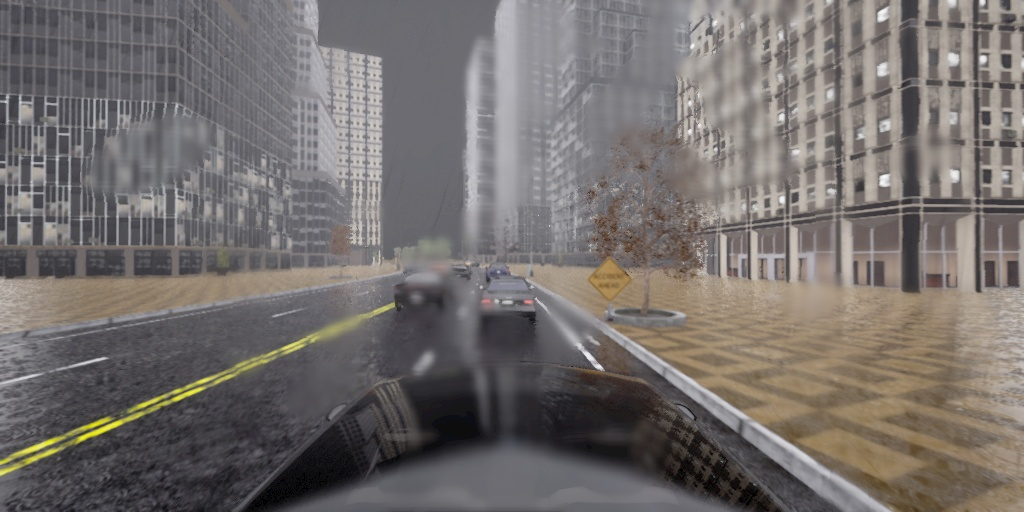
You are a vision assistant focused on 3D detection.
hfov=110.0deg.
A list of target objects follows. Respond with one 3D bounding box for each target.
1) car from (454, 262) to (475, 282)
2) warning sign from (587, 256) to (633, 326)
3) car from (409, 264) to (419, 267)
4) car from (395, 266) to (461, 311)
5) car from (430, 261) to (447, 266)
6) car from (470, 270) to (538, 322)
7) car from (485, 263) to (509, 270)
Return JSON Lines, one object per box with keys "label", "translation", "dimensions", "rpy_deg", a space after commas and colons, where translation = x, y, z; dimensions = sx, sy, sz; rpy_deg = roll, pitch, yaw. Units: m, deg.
{"label": "car", "translation": [-4.609, 1.543, 32.822], "dimensions": [1.837, 1.490, 4.892], "rpy_deg": [0, -1, -5]}
{"label": "warning sign", "translation": [2.738, 0.941, 10.077], "dimensions": [1.300, 1.860, 1.060], "rpy_deg": [0, 0, -1]}
{"label": "car", "translation": [-12.820, 1.719, 46.841], "dimensions": [2.033, 1.411, 5.357], "rpy_deg": [0, -1, -7]}
{"label": "car", "translation": [-3.494, 1.356, 15.286], "dimensions": [1.882, 1.535, 5.008], "rpy_deg": [0, 0, -2]}
{"label": "car", "translation": [-9.525, 1.517, 46.584], "dimensions": [2.097, 1.767, 4.553], "rpy_deg": [0, 0, -7]}
{"label": "car", "translation": [-0.155, 1.399, 12.668], "dimensions": [2.033, 1.411, 5.357], "rpy_deg": [0, 0, -1]}
{"label": "car", "translation": [-1.317, 1.384, 32.440], "dimensions": [2.097, 1.767, 4.553], "rpy_deg": [0, 0, -5]}
